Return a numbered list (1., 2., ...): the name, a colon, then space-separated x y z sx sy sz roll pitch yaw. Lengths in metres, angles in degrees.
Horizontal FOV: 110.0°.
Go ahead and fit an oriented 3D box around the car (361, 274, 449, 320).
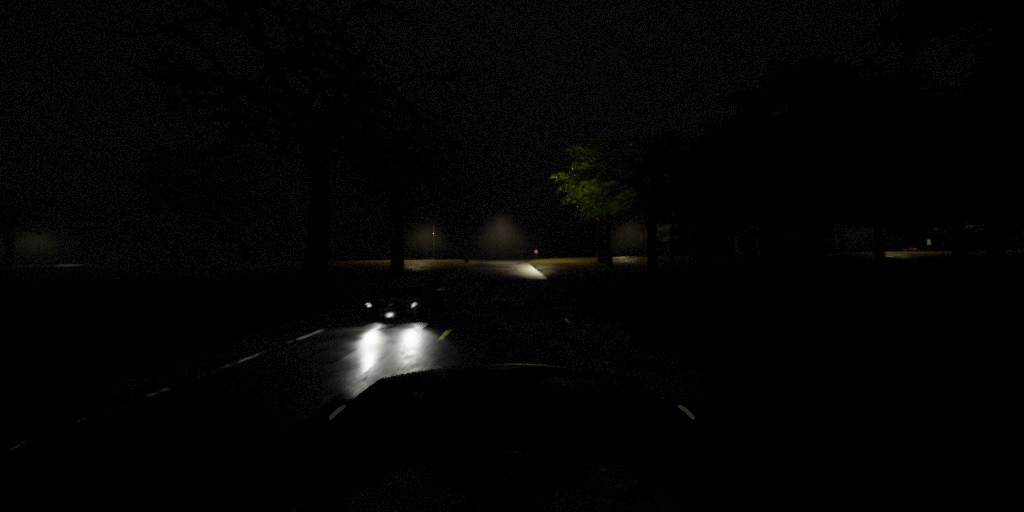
1. car: -3.598 1.365 13.217 2.033 1.411 5.357 0 0 0
